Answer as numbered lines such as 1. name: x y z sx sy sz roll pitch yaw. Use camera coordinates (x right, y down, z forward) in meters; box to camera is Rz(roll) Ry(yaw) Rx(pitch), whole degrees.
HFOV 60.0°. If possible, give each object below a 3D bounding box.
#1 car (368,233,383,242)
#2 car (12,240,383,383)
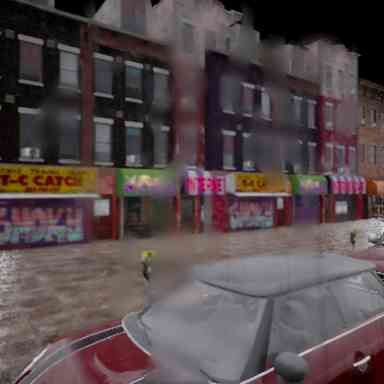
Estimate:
1. car: 4.746 1.311 6.175 5.009 1.841 2.192 0 0 -35
2. car: 0.443 1.439 3.132 4.097 1.590 1.967 0 0 -35
